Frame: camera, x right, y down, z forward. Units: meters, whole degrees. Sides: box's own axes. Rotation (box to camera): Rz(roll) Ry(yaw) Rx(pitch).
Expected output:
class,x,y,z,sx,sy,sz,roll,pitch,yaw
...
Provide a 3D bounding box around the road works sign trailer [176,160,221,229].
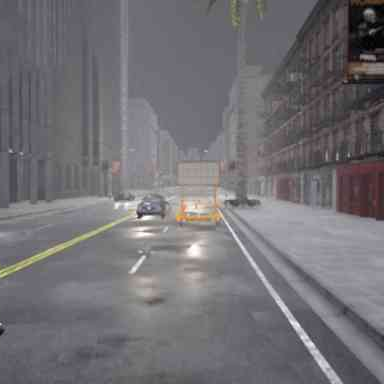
class,x,y,z,sx,sy,sz,roll,pitch,yaw
road works sign trailer,0.365,0.052,18.277,2.380,3.560,2.880,0,1,2

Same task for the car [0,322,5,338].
class,x,y,z,sx,sy,sz,roll,pitch,yaw
car,-3.120,1.557,1.745,1.895,1.301,4.718,0,1,0

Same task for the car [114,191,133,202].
class,x,y,z,sx,sy,sz,roll,pitch,yaw
car,-8.740,0.589,43.138,1.994,1.385,4.181,0,1,2

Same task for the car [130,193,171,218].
class,x,y,z,sx,sy,sz,roll,pitch,yaw
car,-2.633,1.018,23.510,2.033,1.411,5.357,0,1,2

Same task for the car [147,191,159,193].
class,x,y,z,sx,sy,sz,roll,pitch,yaw
car,-5.401,0.508,45.982,2.033,1.411,5.357,0,1,2

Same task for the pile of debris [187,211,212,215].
class,x,y,z,sx,sy,sz,roll,pitch,yaw
pile of debris,0.572,1.597,25.310,1.860,0.140,1.500,0,1,2
